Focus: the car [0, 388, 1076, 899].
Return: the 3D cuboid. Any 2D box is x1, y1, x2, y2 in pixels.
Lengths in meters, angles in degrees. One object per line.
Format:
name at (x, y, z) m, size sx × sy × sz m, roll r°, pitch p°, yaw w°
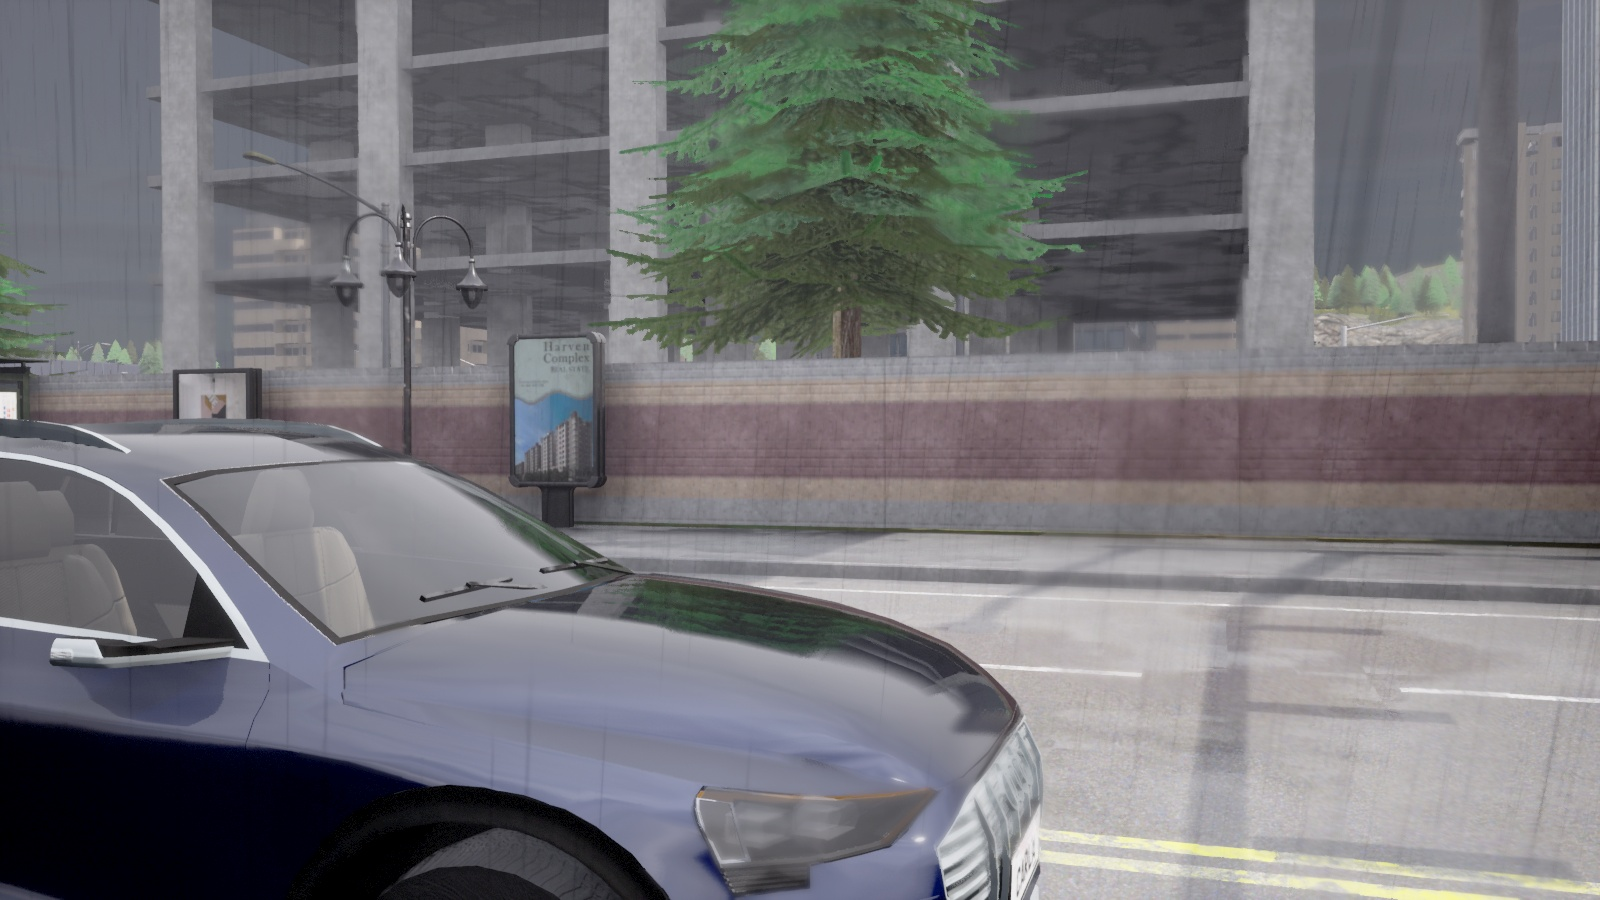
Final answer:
car at (-1.758, 0.689, 3.783) m, size 4.856 × 1.649 × 2.033 m, roll 1°, pitch 1°, yaw 19°
